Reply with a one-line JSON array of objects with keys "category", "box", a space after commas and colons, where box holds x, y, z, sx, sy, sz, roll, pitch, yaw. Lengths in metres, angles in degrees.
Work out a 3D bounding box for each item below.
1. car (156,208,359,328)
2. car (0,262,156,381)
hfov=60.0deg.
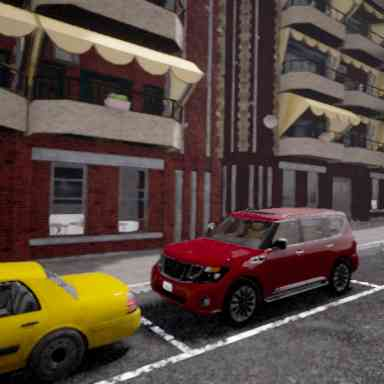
[{"category": "car", "box": [1.631, 1.318, 7.235, 5.009, 1.841, 2.192, 0, 2, -36]}, {"category": "car", "box": [-3.011, 1.528, 3.925, 4.829, 1.417, 1.752, 0, 2, -36]}]
